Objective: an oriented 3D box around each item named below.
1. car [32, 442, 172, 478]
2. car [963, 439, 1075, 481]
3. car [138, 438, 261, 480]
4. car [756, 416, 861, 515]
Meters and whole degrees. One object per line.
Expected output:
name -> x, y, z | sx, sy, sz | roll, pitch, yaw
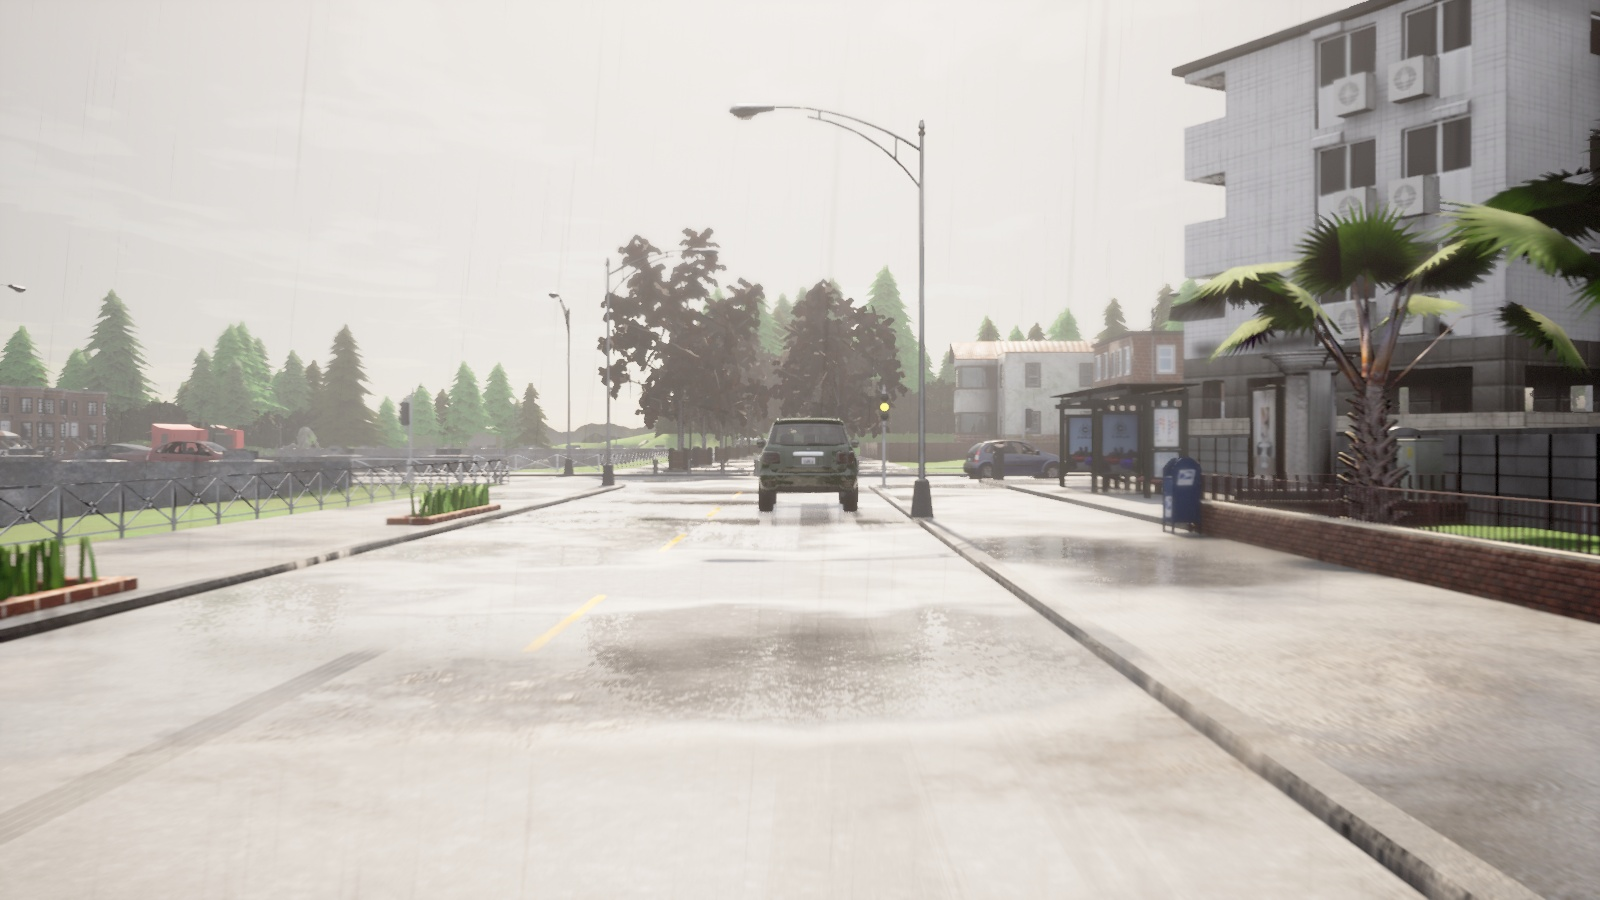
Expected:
car -> -29.863, 0.419, 53.810 | 4.792, 1.488, 2.163 | 0, 0, 0
car -> 8.624, 0.366, 49.552 | 3.988, 1.617, 1.851 | 0, 1, -7
car -> -23.758, 0.345, 49.778 | 3.988, 1.617, 1.851 | 0, 0, 0
car -> 0.182, 0.304, 28.664 | 2.150, 2.045, 5.566 | 0, 0, 0
